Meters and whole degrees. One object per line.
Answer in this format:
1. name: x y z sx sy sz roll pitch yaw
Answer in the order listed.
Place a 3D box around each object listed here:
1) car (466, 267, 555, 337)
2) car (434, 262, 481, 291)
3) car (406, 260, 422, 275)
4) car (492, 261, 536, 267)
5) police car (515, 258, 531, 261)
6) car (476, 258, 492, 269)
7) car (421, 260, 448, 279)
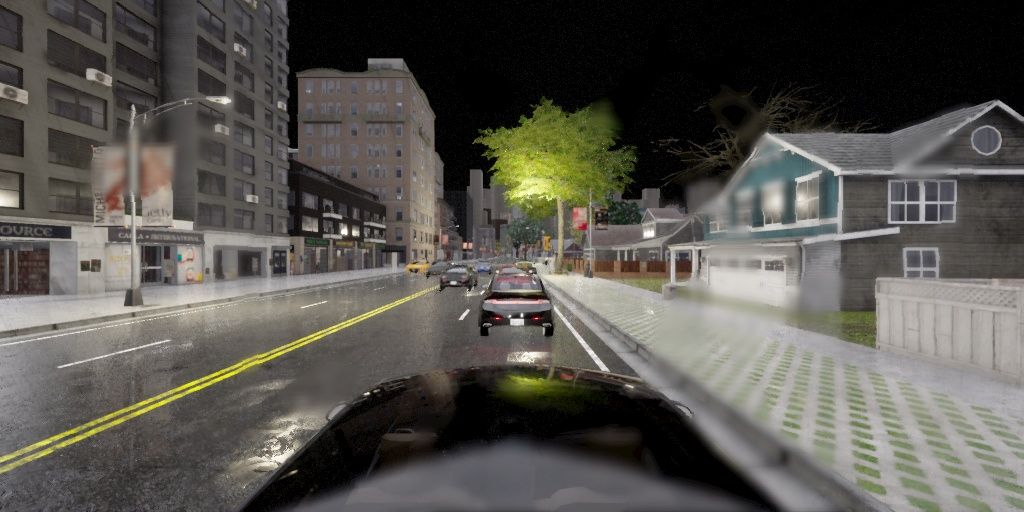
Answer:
1. car: 0.112 1.239 10.324 2.128 1.511 4.902 0 0 0
2. car: -3.129 1.265 21.499 1.812 1.442 4.674 0 0 0
3. car: -9.812 1.197 38.309 1.882 1.535 5.008 0 0 0
4. car: 0.119 1.219 19.828 1.882 1.535 5.008 0 0 0
5. police car: 1.004 1.156 29.557 1.930 1.638 5.238 0 0 0
6. car: -3.109 1.264 40.034 2.033 1.411 5.357 0 0 0
7. car: -6.568 1.231 32.866 1.837 1.490 4.892 0 0 0
